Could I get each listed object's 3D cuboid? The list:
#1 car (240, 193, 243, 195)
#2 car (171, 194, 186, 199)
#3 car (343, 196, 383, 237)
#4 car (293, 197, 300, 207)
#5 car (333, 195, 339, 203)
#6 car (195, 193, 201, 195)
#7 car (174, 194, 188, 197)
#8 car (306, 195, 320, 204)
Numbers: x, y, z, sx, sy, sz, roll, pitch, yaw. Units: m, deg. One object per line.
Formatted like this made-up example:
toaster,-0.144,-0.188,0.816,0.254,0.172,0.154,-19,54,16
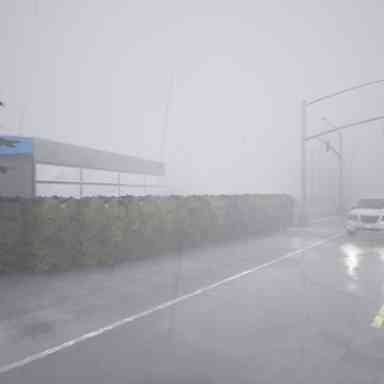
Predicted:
car,11.810,1.077,78.250,1.905,1.878,3.866,0,0,38
car,-3.537,1.232,89.811,1.970,1.475,3.806,0,0,38
car,9.779,1.221,17.398,2.150,2.045,5.566,0,0,38
car,12.918,1.339,44.716,2.007,1.523,4.514,0,0,38
car,28.923,1.374,65.249,1.845,1.501,3.633,0,0,38
car,1.722,1.153,86.119,2.152,1.636,5.027,0,0,38
car,-2.061,1.298,66.121,2.007,1.523,4.514,0,0,38
car,22.009,1.384,61.231,1.970,1.475,3.806,0,0,38
